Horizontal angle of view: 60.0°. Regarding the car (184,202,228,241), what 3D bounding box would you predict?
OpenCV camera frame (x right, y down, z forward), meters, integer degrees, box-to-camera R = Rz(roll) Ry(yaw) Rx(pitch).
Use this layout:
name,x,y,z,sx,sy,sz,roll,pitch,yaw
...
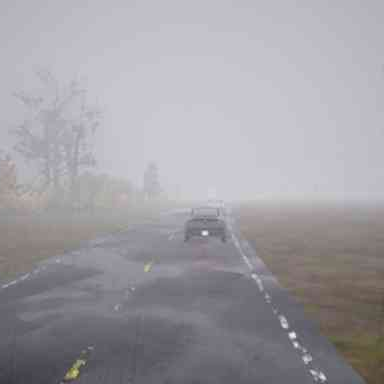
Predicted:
name,x,y,z,sx,sy,sz,roll,pitch,yaw
car,0.679,1.445,16.227,1.837,1.490,4.892,0,0,3

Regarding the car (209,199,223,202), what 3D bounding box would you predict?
name,x,y,z,sx,sy,sz,roll,pitch,yaw
car,2.642,1.458,36.556,1.895,1.301,4.718,0,0,7
